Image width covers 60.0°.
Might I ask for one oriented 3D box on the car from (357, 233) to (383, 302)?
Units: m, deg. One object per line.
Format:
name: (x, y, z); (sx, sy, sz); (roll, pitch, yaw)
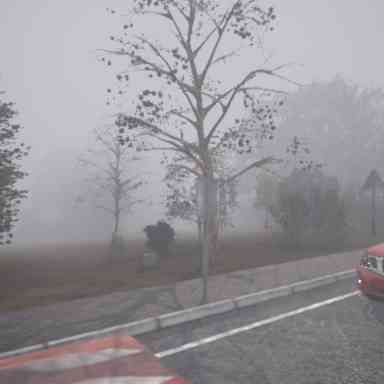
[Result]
car: (6.371, 1.546, 8.174); (5.566, 2.045, 2.150); (0, -1, -35)
